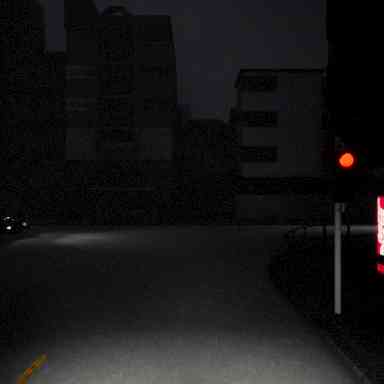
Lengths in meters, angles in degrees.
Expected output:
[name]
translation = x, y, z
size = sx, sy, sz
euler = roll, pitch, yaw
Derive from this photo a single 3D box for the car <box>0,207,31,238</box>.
[car]
translation = -10.934, 1.221, 16.280
size = 5.566, 2.045, 2.150
euler = 0, 0, 0
